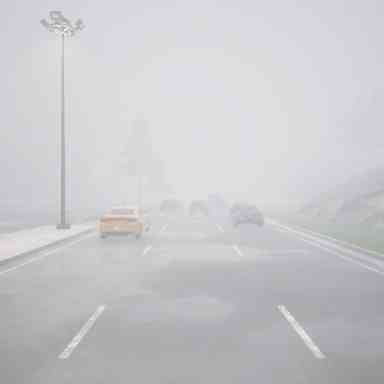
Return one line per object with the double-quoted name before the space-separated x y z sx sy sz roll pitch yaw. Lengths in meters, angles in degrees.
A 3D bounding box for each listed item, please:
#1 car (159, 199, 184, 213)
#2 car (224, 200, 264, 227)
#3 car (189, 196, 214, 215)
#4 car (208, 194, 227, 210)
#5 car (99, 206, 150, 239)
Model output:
"car" -2.184 1.503 36.773 1.837 1.490 4.892 0 0 12
"car" 3.626 1.547 22.867 2.033 1.411 5.357 0 0 1
"car" 0.903 1.505 34.176 1.837 1.490 4.892 0 0 9
"car" 3.375 1.221 44.352 2.150 2.045 5.566 0 0 16
"car" -3.398 1.477 17.485 1.882 1.535 5.008 0 0 0
